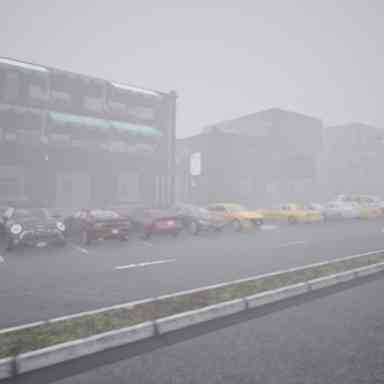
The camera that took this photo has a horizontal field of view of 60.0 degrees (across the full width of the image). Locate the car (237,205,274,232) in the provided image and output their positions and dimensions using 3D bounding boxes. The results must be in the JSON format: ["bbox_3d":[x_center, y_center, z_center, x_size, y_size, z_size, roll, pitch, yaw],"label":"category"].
[{"bbox_3d":[2.304,1.470,20.662,2.097,1.535,5.008,0,0,-35],"label":"car"}]

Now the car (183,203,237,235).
[{"bbox_3d":[-0.064,1.474,18.982,2.231,1.521,4.892,0,0,-35],"label":"car"}]

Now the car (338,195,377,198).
[{"bbox_3d":[15.810,1.299,30.210,2.435,2.045,5.566,1,0,-35],"label":"car"}]

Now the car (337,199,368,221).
[{"bbox_3d":[11.265,1.536,27.015,2.002,1.452,4.674,0,0,-35],"label":"car"}]

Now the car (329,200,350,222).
[{"bbox_3d":[9.095,1.521,25.481,2.002,1.452,4.674,0,0,-35],"label":"car"}]

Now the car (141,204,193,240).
[{"bbox_3d":[-2.344,1.505,17.392,2.163,1.488,4.792,0,0,-35],"label":"car"}]

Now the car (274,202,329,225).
[{"bbox_3d":[6.731,1.469,24.026,1.946,1.575,5.366,0,0,-35],"label":"car"}]

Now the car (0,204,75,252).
[{"bbox_3d":[-6.877,1.353,14.176,2.185,1.767,4.553,0,0,-35],"label":"car"}]

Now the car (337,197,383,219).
[{"bbox_3d":[13.418,1.517,28.774,1.946,1.575,5.366,1,0,-35],"label":"car"}]

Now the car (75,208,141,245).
[{"bbox_3d":[-4.591,1.478,15.754,2.097,1.535,5.008,0,0,-35],"label":"car"}]
